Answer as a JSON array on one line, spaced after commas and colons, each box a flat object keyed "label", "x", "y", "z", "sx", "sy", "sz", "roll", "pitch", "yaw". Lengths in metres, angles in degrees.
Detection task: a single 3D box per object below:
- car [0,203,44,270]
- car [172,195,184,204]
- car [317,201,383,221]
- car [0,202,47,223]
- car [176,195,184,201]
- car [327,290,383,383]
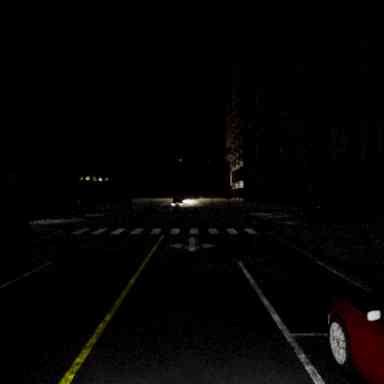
[{"label": "car", "x": -5.845, "y": 1.311, "z": 8.237, "sx": 2.192, "sy": 1.841, "sz": 5.009, "roll": 0, "pitch": 0, "yaw": 0}, {"label": "car", "x": -2.916, "y": 1.539, "z": 66.783, "sx": 1.882, "sy": 1.535, "sz": 5.008, "roll": 0, "pitch": 0, "yaw": 0}, {"label": "car", "x": 12.154, "y": 1.405, "z": 25.458, "sx": 4.902, "sy": 1.511, "sz": 2.128, "roll": 0, "pitch": 0, "yaw": 0}, {"label": "car", "x": -13.860, "y": 1.568, "z": 25.464, "sx": 4.674, "sy": 1.442, "sz": 1.812, "roll": 1, "pitch": 0, "yaw": 0}, {"label": "car", "x": -2.909, "y": 1.420, "z": 83.135, "sx": 1.812, "sy": 1.442, "sz": 4.674, "roll": 0, "pitch": 0, "yaw": 0}, {"label": "car", "x": 2.674, "y": 1.543, "z": 2.770, "sx": 1.887, "sy": 1.381, "sz": 4.507, "roll": 0, "pitch": 0, "yaw": 0}]
